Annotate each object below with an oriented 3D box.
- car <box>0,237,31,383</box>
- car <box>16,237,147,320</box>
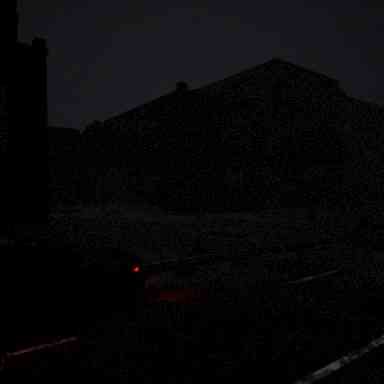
[{"bbox_3d":[-3.751,1.359,2.145,4.553,1.767,2.097,0,0,-35],"label":"car"},{"bbox_3d":[-3.485,1.549,5.758,5.357,1.411,2.033,0,0,-36],"label":"car"}]
